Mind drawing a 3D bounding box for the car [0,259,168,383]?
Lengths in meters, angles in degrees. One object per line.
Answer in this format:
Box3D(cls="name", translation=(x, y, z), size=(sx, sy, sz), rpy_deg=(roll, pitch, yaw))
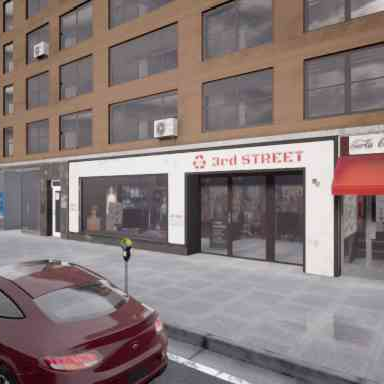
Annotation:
Box3D(cls="car", translation=(-2.202, 1.582, 4.387), size=(4.206, 1.307, 1.802), rpy_deg=(0, 0, 36))
